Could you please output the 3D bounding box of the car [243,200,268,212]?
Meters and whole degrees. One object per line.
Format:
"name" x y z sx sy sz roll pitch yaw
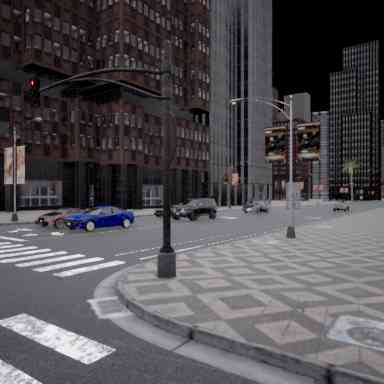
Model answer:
"car" 9.618 2.051 50.162 2.097 1.767 4.553 0 -1 36

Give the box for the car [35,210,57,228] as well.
"car" -8.959 1.794 23.938 1.994 1.385 4.181 0 -1 36

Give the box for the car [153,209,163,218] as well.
"car" -1.793 2.011 34.107 1.895 1.301 4.718 0 -1 35

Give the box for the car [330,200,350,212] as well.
"car" 24.186 2.429 53.682 2.033 1.411 5.357 0 -1 34

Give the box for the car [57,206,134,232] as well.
"car" -6.095 1.717 22.365 1.882 1.535 5.008 0 -1 35

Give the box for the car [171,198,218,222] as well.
"car" 0.333 1.624 31.483 2.150 2.045 5.566 0 -1 35

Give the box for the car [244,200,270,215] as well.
"car" 8.394 2.096 42.872 2.128 1.511 4.902 0 -1 35
